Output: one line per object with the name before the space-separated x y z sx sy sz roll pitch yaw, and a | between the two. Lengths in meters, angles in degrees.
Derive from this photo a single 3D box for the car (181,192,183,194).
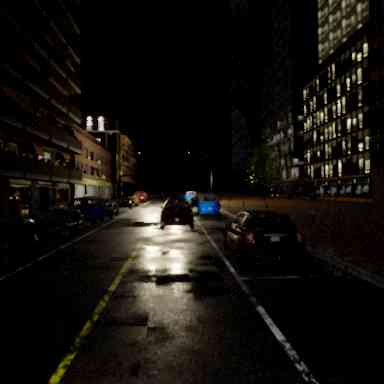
car | -1.043 0.818 72.448 1.752 1.417 4.829 0 1 -3

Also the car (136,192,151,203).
car | -8.520 0.872 55.152 2.192 1.841 5.009 0 1 -3

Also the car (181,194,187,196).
car | -1.786 1.251 37.062 1.895 1.301 4.718 -1 1 -3

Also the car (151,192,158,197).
car | -10.576 0.749 94.086 1.887 1.381 4.507 0 1 -3

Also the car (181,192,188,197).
car | -2.208 0.638 94.526 1.887 1.381 4.507 0 1 -3

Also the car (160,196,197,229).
car | -0.908 1.284 20.274 1.882 1.535 5.008 -1 1 -3

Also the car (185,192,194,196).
car | 0.426 1.072 44.639 1.752 1.417 4.829 0 1 -3

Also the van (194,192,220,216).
van | 1.316 1.044 27.784 1.690 1.788 3.998 0 1 -3

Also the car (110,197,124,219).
car | -7.043 1.341 27.176 1.752 1.417 4.829 0 1 -3

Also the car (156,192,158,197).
car | -9.989 0.886 82.963 1.802 1.307 4.206 0 1 -3

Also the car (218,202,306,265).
car | 2.197 1.299 11.099 1.967 1.590 4.097 0 1 -3

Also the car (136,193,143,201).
car | -7.924 1.186 43.861 1.752 1.417 4.829 0 1 -3

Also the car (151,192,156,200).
car | -9.402 0.950 71.839 1.887 1.381 4.507 0 1 -3

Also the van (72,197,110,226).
van | -6.758 1.207 21.783 1.690 1.788 3.998 0 1 -3

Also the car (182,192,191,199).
car | -1.328 0.788 77.840 1.887 1.381 4.507 0 1 -3

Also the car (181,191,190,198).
car | -1.621 0.634 83.402 1.967 1.590 4.097 0 1 -3

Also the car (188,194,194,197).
car | 0.729 1.182 38.908 1.802 1.307 4.206 0 1 -3

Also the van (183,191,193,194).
van | -0.152 0.787 55.593 1.690 1.788 3.998 0 1 -3

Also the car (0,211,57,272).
car | -6.171 1.536 10.661 1.947 1.339 4.313 0 1 -3

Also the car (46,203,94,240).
car | -6.465 1.469 16.222 2.008 1.369 4.403 0 1 -3

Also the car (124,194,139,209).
car | -7.639 1.261 38.468 2.008 1.369 4.403 0 1 -3
